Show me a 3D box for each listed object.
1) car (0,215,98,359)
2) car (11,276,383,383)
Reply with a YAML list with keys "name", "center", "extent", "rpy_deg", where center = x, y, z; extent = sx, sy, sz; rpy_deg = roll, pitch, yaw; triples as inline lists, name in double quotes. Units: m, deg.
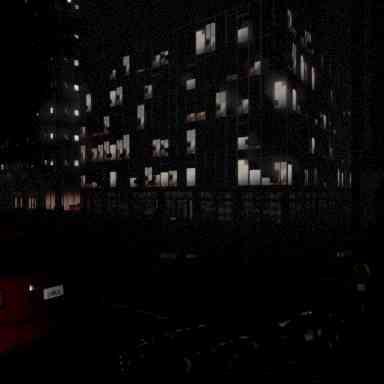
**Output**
- name: "car"
  center: [-3.645, 1.315, 5.481]
  extent: [5.009, 1.841, 2.192]
  rpy_deg: [0, 0, 36]
- name: "car"
  center: [0.850, 1.566, 2.272]
  extent: [4.313, 1.339, 1.947]
  rpy_deg: [0, 0, 36]
